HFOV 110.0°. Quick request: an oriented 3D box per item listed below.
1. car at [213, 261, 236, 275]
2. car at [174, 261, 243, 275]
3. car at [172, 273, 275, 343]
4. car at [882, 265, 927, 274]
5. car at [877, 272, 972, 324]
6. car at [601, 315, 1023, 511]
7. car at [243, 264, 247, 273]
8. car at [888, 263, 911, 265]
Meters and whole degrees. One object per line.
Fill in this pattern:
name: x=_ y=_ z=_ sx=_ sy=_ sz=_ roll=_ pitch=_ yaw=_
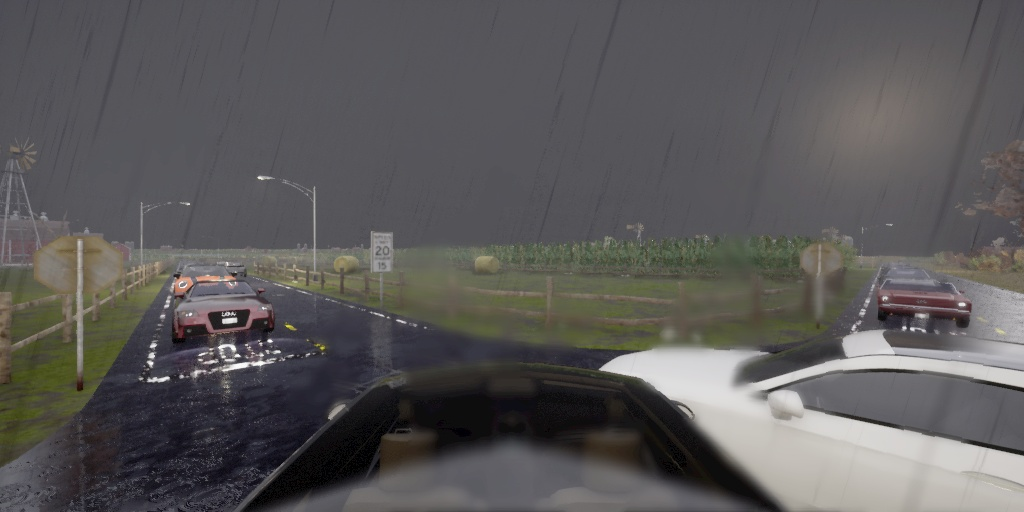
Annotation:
car: x=-34.365 y=1.343 z=42.753 sx=1.837 sy=1.490 sz=4.892 roll=0 pitch=0 yaw=-42
car: x=-13.967 y=1.154 z=16.380 sx=2.097 sy=1.767 sz=4.553 roll=0 pitch=0 yaw=-43
car: x=-8.091 y=1.362 z=9.987 sx=1.994 sy=1.385 sz=4.181 roll=0 pitch=0 yaw=-43
car: x=20.317 y=1.369 z=18.468 sx=5.357 sy=1.411 sz=2.033 roll=0 pitch=1 yaw=-44
car: x=13.342 y=1.401 z=11.796 sx=4.718 sy=1.301 sz=1.895 roll=0 pitch=1 yaw=-44
car: x=2.805 y=1.293 z=2.569 sx=1.812 sy=1.442 sz=4.674 roll=0 pitch=1 yaw=-45
car: x=-27.529 y=1.314 z=35.401 sx=2.128 sy=1.511 sz=4.902 roll=0 pitch=0 yaw=-42
car: x=26.973 y=1.410 z=24.828 sx=4.181 sy=1.385 sz=1.994 roll=0 pitch=1 yaw=-44
